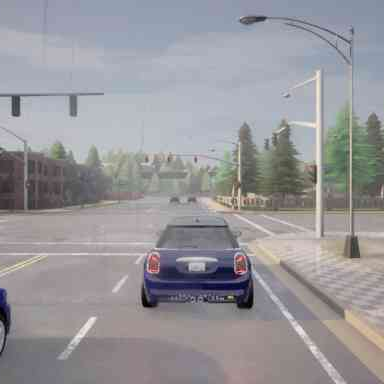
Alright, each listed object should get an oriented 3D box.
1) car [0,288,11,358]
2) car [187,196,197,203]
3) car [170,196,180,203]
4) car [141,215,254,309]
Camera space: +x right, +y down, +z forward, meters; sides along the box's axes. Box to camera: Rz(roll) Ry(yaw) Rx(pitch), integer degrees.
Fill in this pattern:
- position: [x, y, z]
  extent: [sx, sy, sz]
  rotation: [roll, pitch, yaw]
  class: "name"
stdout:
- position: [-3.442, 1.478, 2.604]
  extent: [1.882, 1.535, 5.008]
  rotation: [0, 0, 0]
  class: "car"
- position: [-0.003, 1.505, 68.348]
  extent: [1.837, 1.490, 4.892]
  rotation: [0, 0, 0]
  class: "car"
- position: [-3.503, 1.505, 68.348]
  extent: [1.837, 1.490, 4.892]
  rotation: [0, 0, 0]
  class: "car"
- position: [0.154, 1.352, 8.060]
  extent: [2.097, 1.767, 4.553]
  rotation: [0, 0, 2]
  class: "car"
